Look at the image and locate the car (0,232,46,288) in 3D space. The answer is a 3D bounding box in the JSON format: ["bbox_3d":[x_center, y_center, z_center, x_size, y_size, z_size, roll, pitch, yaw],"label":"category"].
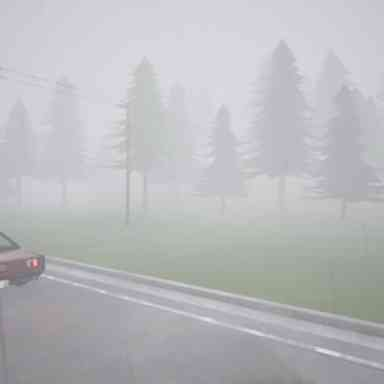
[{"bbox_3d":[-5.661,1.574,8.033,4.718,1.301,1.895,0,0,36],"label":"car"}]
